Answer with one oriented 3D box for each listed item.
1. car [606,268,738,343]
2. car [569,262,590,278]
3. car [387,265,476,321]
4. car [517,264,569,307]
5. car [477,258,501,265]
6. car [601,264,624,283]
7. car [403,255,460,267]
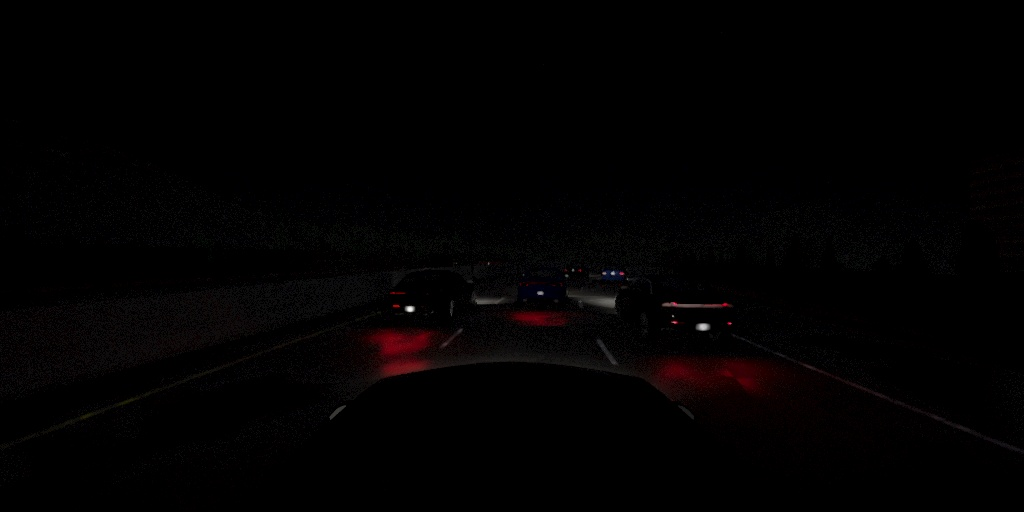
[{"bbox_3d":[4.160,1.248,9.808,2.128,1.511,4.902,0,0,5],"label":"car"},{"bbox_3d":[6.073,1.274,33.302,2.033,1.411,5.357,0,0,19],"label":"car"},{"bbox_3d":[-2.562,1.224,12.414,1.837,1.490,4.892,0,0,7],"label":"car"},{"bbox_3d":[1.421,1.211,15.598,1.882,1.535,5.008,0,0,9],"label":"car"},{"bbox_3d":[-3.134,1.007,49.823,2.097,1.767,4.553,0,0,19],"label":"car"},{"bbox_3d":[7.906,1.292,27.757,2.033,1.411,5.357,0,0,18],"label":"car"},{"bbox_3d":[-6.573,0.897,28.621,2.150,2.045,5.566,0,0,16],"label":"car"}]
